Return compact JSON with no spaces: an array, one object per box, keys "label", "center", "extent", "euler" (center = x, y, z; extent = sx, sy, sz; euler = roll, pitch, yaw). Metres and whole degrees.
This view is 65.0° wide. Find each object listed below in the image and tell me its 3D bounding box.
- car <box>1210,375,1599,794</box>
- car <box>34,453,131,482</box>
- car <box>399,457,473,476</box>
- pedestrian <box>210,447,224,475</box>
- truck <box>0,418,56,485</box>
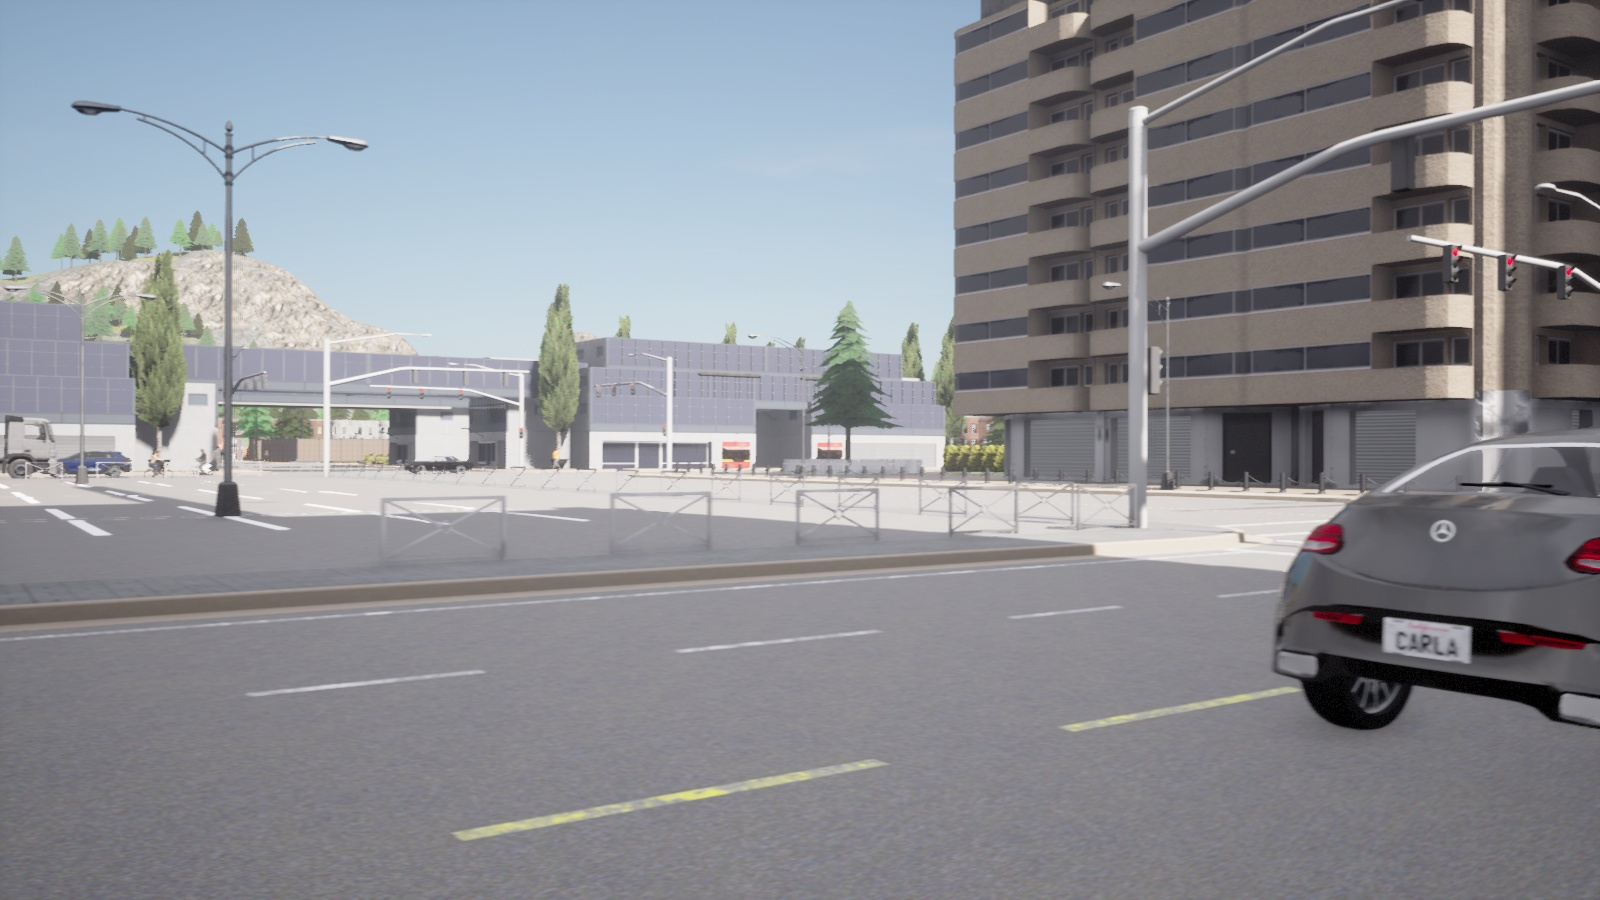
[{"label":"car","center":[4.782,0.530,6.988],"extent":[5.027,1.651,2.152],"euler":[0,0,-35]},{"label":"car","center":[-42.616,1.003,74.626],"extent":[4.856,1.649,2.033],"euler":[0,0,-33]},{"label":"car","center":[-26.123,1.177,90.185],"extent":[4.718,1.301,1.895],"euler":[0,0,-35]},{"label":"pedestrian","center":[-40.953,0.762,88.202],"extent":[0.659,1.952,0.873],"euler":[0,0,-11]},{"label":"truck","center":[-43.565,0.071,65.647],"extent":[7.936,3.462,2.891],"euler":[0,0,-33]}]
